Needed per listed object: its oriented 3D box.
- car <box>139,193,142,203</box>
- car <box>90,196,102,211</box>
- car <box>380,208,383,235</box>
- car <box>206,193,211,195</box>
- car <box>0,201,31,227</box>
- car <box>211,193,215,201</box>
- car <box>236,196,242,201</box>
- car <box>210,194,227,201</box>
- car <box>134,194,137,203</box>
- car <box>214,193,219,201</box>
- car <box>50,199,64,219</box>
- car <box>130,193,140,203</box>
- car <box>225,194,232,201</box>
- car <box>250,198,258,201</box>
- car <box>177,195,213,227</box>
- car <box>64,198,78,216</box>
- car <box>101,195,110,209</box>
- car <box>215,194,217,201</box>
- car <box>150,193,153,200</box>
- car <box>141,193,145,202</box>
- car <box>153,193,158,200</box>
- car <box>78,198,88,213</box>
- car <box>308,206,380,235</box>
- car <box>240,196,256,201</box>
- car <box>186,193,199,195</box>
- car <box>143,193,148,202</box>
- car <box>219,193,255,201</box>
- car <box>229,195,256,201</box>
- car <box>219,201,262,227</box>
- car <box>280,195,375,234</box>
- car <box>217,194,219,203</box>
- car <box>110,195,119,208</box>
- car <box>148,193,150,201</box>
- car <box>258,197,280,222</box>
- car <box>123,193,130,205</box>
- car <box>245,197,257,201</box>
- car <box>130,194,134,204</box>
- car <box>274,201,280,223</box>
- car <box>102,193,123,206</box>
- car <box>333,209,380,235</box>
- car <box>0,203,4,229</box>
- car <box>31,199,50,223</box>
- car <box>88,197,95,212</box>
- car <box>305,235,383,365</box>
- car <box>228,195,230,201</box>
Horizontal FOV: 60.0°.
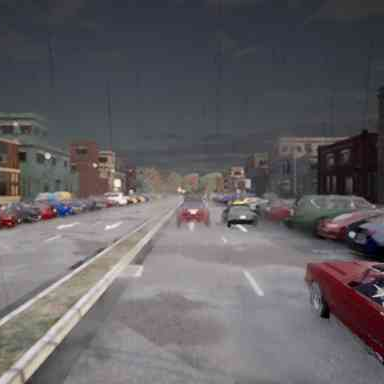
[{"bbox_3d":[-12.754,1.519,64.379,4.792,1.488,2.163,0,0,0],"label":"car"},{"bbox_3d":[-12.785,1.449,36.465,4.792,1.488,2.163,0,0,0],"label":"car"},{"bbox_3d":[7.665,1.319,8.316,4.553,1.767,2.185,0,0,0],"label":"car"},{"bbox_3d":[7.497,1.365,91.042,5.566,2.045,2.435,0,0,0],"label":"car"},{"bbox_3d":[-12.780,1.421,19.790,5.008,1.535,2.097,0,0,0],"label":"car"},{"bbox_3d":[7.494,1.290,71.738,5.566,2.045,2.435,0,0,0],"label":"car"},{"bbox_3d":[7.582,1.441,35.887,4.792,1.488,2.163,0,0,0],"label":"car"},{"bbox_3d":[7.492,1.497,93.677,4.553,1.767,2.185,0,0,0],"label":"car"},{"bbox_3d":[-12.702,1.498,58.821,4.792,1.488,2.163,0,0,0],"label":"car"},{"bbox_3d":[7.498,1.402,68.980,4.553,1.767,2.185,0,0,0],"label":"car"},{"bbox_3d":[-12.798,1.446,25.348,4.792,1.488,2.163,0,0,0],"label":"car"},{"bbox_3d":[-12.914,1.476,61.601,5.366,1.575,1.946,0,0,0],"label":"car"},{"bbox_3d":[7.776,1.428,46.923,5.366,1.575,1.946,0,0,0],"label":"car"},{"bbox_3d":[7.647,1.438,27.616,4.792,1.488,2.163,0,0,0],"label":"car"},{"bbox_3d":[0.082,1.284,22.478,2.097,1.767,4.553,0,0,0],"label":"car"},{"bbox_3d":[-12.760,1.416,28.252,5.008,1.535,2.097,0,0,0],"label":"car"},{"bbox_3d":[-12.760,1.423,39.244,4.892,1.521,2.231,0,0,0],"label":"car"},{"bbox_3d":[7.534,1.554,66.351,4.674,1.452,2.002,0,0,0],"label":"car"},{"bbox_3d":[-12.709,1.289,78.270,5.566,2.045,2.435,0,0,0],"label":"car"},{"bbox_3d":[-12.727,1.500,67.034,5.008,1.535,2.097,0,0,0],"label":"car"},{"bbox_3d":[-12.759,1.585,92.167,4.892,1.521,2.231,0,0,0],"label":"car"},{"bbox_3d":[-12.768,1.417,31.032,4.892,1.521,2.231,0,0,0],"label":"car"},{"bbox_3d":[7.626,1.470,13.831,4.674,1.452,2.002,0,0,0],"label":"car"},{"bbox_3d":[7.584,1.438,33.132,4.792,1.488,2.163,0,0,0],"label":"car"},{"bbox_3d":[0.059,1.161,41.216,2.150,2.045,5.566,0,0,0],"label":"car"},{"bbox_3d":[-12.732,1.521,72.710,5.008,1.535,2.097,0,0,0],"label":"car"},{"bbox_3d":[7.547,1.197,52.436,5.566,2.045,2.435,0,0,0],"label":"car"},{"bbox_3d":[7.423,1.411,38.645,5.366,1.575,1.946,0,0,0],"label":"car"},{"bbox_3d":[3.081,1.498,22.160,1.994,1.385,4.181,0,0,0],"label":"car"},{"bbox_3d":[7.655,1.173,16.588,5.566,2.045,2.435,0,0,0],"label":"car"},{"bbox_3d":[7.547,1.484,60.707,5.008,1.535,2.097,0,0,0],"label":"car"},{"bbox_3d":[-12.744,1.471,44.801,4.674,1.452,2.002,0,0,0],"label":"car"},{"bbox_3d":[-12.725,1.532,75.490,4.892,1.521,2.231,0,0,0],"label":"car"},{"bbox_3d":[7.589,1.285,24.859,4.553,1.767,2.185,0,0,0],"label":"car"},{"bbox_3d":[-12.769,1.192,50.484,5.566,2.045,2.435,0,0,0],"label":"car"},{"bbox_3d":[7.613,1.449,30.410,4.674,1.452,2.002,0,0,0],"label":"car"},{"bbox_3d":[-12.705,1.489,56.044,4.792,1.488,2.163,0,0,0],"label":"car"},{"bbox_3d":[7.595,1.447,19.347,4.792,1.488,2.163,0,0,0],"label":"car"},{"bbox_3d":[-12.776,1.311,47.671,4.553,1.767,2.185,0,0,0],"label":"car"},{"bbox_3d":[7.660,1.467,11.074,4.792,1.488,2.163,0,0,0],"label":"car"},{"bbox_3d":[-12.748,1.455,17.012,4.792,1.488,2.163,0,0,0],"label":"car"},{"bbox_3d":[-12.765,1.420,22.570,4.892,1.521,2.231,0,0,0],"label":"car"},{"bbox_3d":[-12.757,1.458,33.686,4.674,1.452,2.002,0,0,0],"label":"car"},{"bbox_3d":[3.096,1.578,4.340,1.895,1.301,4.718,0,0,0],"label":"car"},{"bbox_3d":[7.627,1.454,44.164,4.792,1.488,2.163,0,0,0],"label":"car"}]
